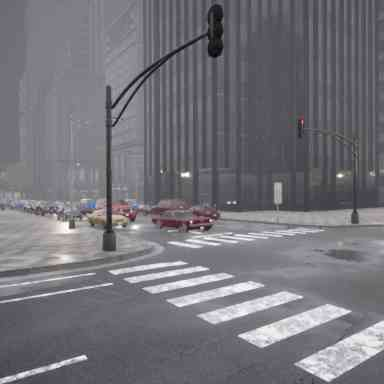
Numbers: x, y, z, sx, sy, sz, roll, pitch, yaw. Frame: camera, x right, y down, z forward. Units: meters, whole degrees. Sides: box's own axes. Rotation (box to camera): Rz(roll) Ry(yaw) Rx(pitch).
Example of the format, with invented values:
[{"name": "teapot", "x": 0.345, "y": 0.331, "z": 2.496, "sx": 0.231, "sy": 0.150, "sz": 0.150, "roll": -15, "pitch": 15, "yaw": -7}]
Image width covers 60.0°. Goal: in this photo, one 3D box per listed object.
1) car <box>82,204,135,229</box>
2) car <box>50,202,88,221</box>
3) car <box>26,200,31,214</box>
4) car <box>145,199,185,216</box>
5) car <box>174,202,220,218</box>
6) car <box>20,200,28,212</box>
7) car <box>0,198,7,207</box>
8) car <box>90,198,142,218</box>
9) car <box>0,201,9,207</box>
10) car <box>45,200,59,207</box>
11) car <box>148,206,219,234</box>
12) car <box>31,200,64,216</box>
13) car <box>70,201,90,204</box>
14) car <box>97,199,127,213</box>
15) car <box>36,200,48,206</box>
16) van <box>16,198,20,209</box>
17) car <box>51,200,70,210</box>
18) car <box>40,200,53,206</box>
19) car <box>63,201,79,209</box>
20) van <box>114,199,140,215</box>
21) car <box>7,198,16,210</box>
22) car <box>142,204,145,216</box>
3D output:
[{"name": "car", "x": -6.240, "y": 1.843, "z": 24.397, "sx": 1.752, "sy": 1.417, "sz": 4.829, "roll": -1, "pitch": 0, "yaw": -35}, {"name": "car", "x": -11.991, "y": 2.004, "z": 32.506, "sx": 2.008, "sy": 1.369, "sz": 4.403, "roll": -1, "pitch": 0, "yaw": -35}, {"name": "car", "x": -20.470, "y": 2.195, "z": 44.463, "sx": 1.887, "sy": 1.381, "sz": 4.507, "roll": -1, "pitch": 0, "yaw": -35}, {"name": "car", "x": -2.319, "y": 1.668, "z": 33.613, "sx": 2.192, "sy": 1.841, "sz": 5.009, "roll": -1, "pitch": 0, "yaw": -35}, {"name": "car", "x": 0.624, "y": 1.828, "z": 29.460, "sx": 1.887, "sy": 1.381, "sz": 4.507, "roll": -1, "pitch": 0, "yaw": -35}, {"name": "car", "x": -23.298, "y": 2.156, "z": 48.448, "sx": 1.967, "sy": 1.590, "sz": 4.097, "roll": -1, "pitch": 0, "yaw": -35}, {"name": "car", "x": -41.210, "y": 2.666, "z": 73.710, "sx": 1.887, "sy": 1.381, "sz": 4.507, "roll": -1, "pitch": 0, "yaw": -35}, {"name": "car", "x": -7.032, "y": 1.598, "z": 30.136, "sx": 2.150, "sy": 2.045, "sz": 5.566, "roll": 0, "pitch": -1, "yaw": -35}, {"name": "car", "x": -44.320, "y": 2.770, "z": 78.096, "sx": 1.802, "sy": 1.307, "sz": 4.206, "roll": -1, "pitch": 0, "yaw": -35}, {"name": "car", "x": -31.650, "y": 2.594, "z": 74.968, "sx": 1.947, "sy": 1.339, "sz": 4.313, "roll": -1, "pitch": 0, "yaw": -35}, {"name": "car", "x": -0.689, "y": 1.828, "z": 21.188, "sx": 1.895, "sy": 1.301, "sz": 4.718, "roll": 0, "pitch": -1, "yaw": -35}, {"name": "car", "x": -17.649, "y": 1.900, "z": 40.478, "sx": 2.192, "sy": 1.841, "sz": 5.009, "roll": -1, "pitch": 0, "yaw": -35}, {"name": "car", "x": -12.952, "y": 2.063, "z": 38.493, "sx": 2.033, "sy": 1.411, "sz": 5.357, "roll": 0, "pitch": -1, "yaw": -35}, {"name": "car", "x": -11.133, "y": 1.875, "z": 46.072, "sx": 2.192, "sy": 1.841, "sz": 5.009, "roll": -1, "pitch": 0, "yaw": -35}, {"name": "car", "x": -37.670, "y": 2.709, "z": 83.456, "sx": 2.008, "sy": 1.369, "sz": 4.403, "roll": -1, "pitch": 0, "yaw": -35}, {"name": "van", "x": -26.126, "y": 2.122, "z": 52.434, "sx": 1.690, "sy": 1.788, "sz": 3.998, "roll": -1, "pitch": 0, "yaw": -35}, {"name": "car", "x": -22.986, "y": 2.270, "z": 57.990, "sx": 1.882, "sy": 1.535, "sz": 5.008, "roll": 0, "pitch": -1, "yaw": -35}, {"name": "car", "x": -34.660, "y": 2.660, "z": 79.213, "sx": 1.947, "sy": 1.339, "sz": 4.313, "roll": -1, "pitch": 0, "yaw": -35}, {"name": "car", "x": -22.623, "y": 2.406, "z": 62.238, "sx": 1.802, "sy": 1.307, "sz": 4.206, "roll": -1, "pitch": 0, "yaw": -35}, {"name": "van", "x": -8.195, "y": 1.832, "z": 41.919, "sx": 1.690, "sy": 1.788, "sz": 3.998, "roll": -1, "pitch": 0, "yaw": -35}, {"name": "car", "x": -31.880, "y": 2.353, "z": 60.550, "sx": 1.967, "sy": 1.590, "sz": 4.097, "roll": -1, "pitch": 0, "yaw": -35}, {"name": "car", "x": -5.251, "y": 2.004, "z": 37.766, "sx": 1.802, "sy": 1.307, "sz": 4.206, "roll": -1, "pitch": 0, "yaw": -35}]
